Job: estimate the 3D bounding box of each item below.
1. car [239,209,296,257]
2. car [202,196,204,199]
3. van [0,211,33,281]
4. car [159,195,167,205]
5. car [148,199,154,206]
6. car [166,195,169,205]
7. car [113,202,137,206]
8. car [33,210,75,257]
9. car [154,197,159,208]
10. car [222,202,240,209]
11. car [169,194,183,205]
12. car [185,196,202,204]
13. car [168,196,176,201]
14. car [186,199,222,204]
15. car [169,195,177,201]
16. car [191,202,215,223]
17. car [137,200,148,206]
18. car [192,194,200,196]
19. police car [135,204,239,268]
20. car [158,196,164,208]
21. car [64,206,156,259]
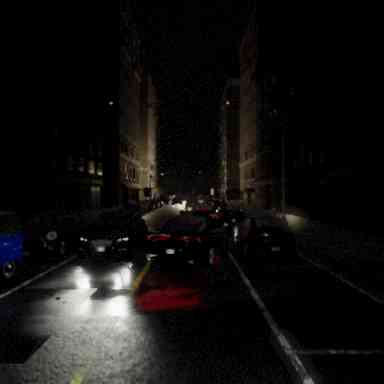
[{"bbox_3d":[2.651,1.572,12.714,2.008,1.369,4.403,0,0,0],"label":"car"},{"bbox_3d":[2.696,1.601,50.773,1.752,1.417,4.829,0,0,0],"label":"car"},{"bbox_3d":[-5.381,1.354,7.320,1.690,1.788,3.998,0,0,0],"label":"van"},{"bbox_3d":[-5.329,1.627,50.622,2.008,1.369,4.403,0,0,0],"label":"car"},{"bbox_3d":[-5.349,1.581,34.213,1.752,1.417,4.829,0,0,0],"label":"car"},{"bbox_3d":[-5.316,1.402,61.447,2.192,1.841,5.009,0,0,0],"label":"car"},{"bbox_3d":[-5.361,1.564,23.388,1.752,1.417,4.829,0,0,0],"label":"car"},{"bbox_3d":[-5.374,1.462,12.733,1.967,1.590,4.097,0,0,0],"label":"car"},{"bbox_3d":[-5.342,1.646,39.796,1.802,1.307,4.206,0,0,0],"label":"car"},{"bbox_3d":[2.664,1.589,23.539,2.008,1.369,4.403,0,0,0],"label":"car"},{"bbox_3d":[-2.681,1.634,61.595,2.033,1.411,5.357,0,0,0],"label":"car"},{"bbox_3d":[0.058,1.637,47.518,1.994,1.385,4.181,0,0,0],"label":"car"},{"bbox_3d":[-5.285,1.663,87.910,2.008,1.369,4.403,0,0,0],"label":"car"},{"bbox_3d":[0.743,1.491,21.456,1.801,1.575,5.366,0,0,2],"label":"car"},{"bbox_3d":[-5.278,1.661,93.365,1.887,1.381,4.507,0,0,0],"label":"car"},{"bbox_3d":[0.856,1.571,27.245,1.812,1.442,4.674,0,0,0],"label":"car"},{"bbox_3d":[-5.355,1.613,28.970,1.947,1.339,4.313,0,0,0],"label":"car"},{"bbox_3d":[0.072,1.565,61.790,1.882,1.535,5.008,0,0,0],"label":"car"},{"bbox_3d":[0.154,1.445,11.678,1.930,1.638,5.238,0,0,17],"label":"police car"},{"bbox_3d":[-5.335,1.622,45.209,2.008,1.369,4.403,0,0,0],"label":"car"},{"bbox_3d":[-2.835,1.513,12.773,2.128,1.511,4.902,0,0,0],"label":"car"}]
